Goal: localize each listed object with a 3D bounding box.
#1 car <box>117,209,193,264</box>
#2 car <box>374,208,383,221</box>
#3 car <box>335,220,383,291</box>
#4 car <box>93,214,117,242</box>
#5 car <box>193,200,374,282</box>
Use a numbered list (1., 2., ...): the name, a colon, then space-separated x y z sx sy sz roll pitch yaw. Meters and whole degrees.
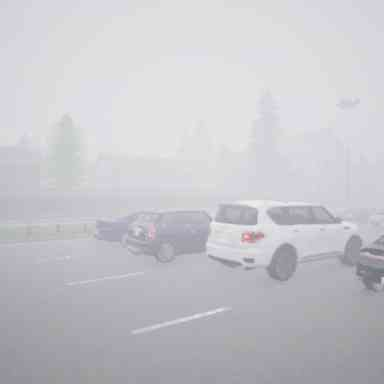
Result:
1. car: -0.092 1.397 12.276 4.553 1.767 2.097 0 0 -35
2. car: 13.869 1.755 22.230 4.718 1.301 1.895 0 0 -35
3. car: 5.834 1.551 7.905 4.902 1.511 2.128 0 0 -35
4. car: -1.958 1.524 15.245 5.008 1.535 1.882 0 0 -35
5. car: 3.006 1.275 10.187 5.566 2.045 2.150 0 0 -35
